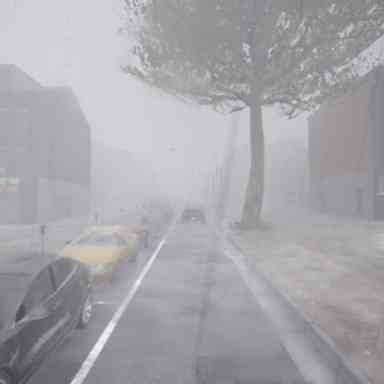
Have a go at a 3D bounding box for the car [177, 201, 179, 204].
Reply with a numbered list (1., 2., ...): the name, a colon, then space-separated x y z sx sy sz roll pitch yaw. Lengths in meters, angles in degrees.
1. car: -2.625 1.776 32.080 2.008 1.369 4.403 1 0 0

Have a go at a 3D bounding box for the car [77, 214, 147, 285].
1. car: -2.620 1.592 9.771 1.752 1.417 4.829 2 0 0

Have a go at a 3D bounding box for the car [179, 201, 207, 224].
1. car: 0.096 1.687 26.288 1.837 1.490 4.892 0 0 0

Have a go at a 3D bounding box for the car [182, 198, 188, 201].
1. car: 0.097 1.742 37.318 1.882 1.535 5.008 0 0 0

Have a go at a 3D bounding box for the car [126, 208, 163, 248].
1. car: -2.621 1.650 15.475 1.887 1.381 4.507 2 0 0

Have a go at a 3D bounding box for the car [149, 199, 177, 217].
1. car: -2.618 1.500 26.547 2.192 1.841 5.009 1 0 0

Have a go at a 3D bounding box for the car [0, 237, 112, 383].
1. car: -2.620 1.596 4.405 1.947 1.339 4.313 2 0 0

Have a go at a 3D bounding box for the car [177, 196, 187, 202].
1. car: -2.633 2.130 75.568 1.947 1.339 4.313 1 0 0

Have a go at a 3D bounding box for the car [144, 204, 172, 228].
1. car: -2.623 1.695 21.011 2.008 1.369 4.403 1 0 0
